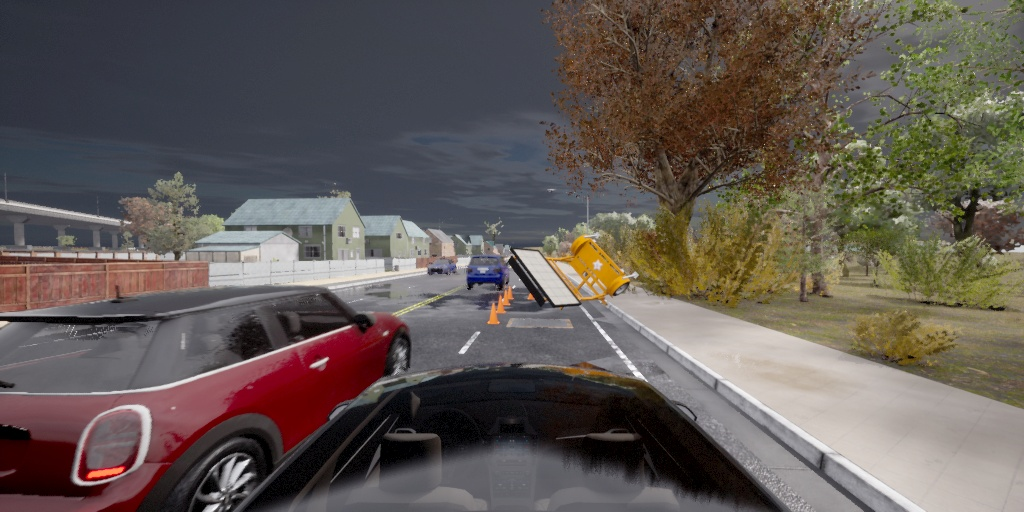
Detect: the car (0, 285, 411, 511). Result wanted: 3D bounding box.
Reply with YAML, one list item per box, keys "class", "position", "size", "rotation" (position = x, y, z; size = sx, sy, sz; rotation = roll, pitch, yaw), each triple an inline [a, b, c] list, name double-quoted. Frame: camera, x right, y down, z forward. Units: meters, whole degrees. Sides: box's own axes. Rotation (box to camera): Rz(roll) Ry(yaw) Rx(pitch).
- class: "car"
  position: [-2.817, 1.101, 4.077]
  size: [2.097, 1.767, 4.553]
  rotation: [0, 0, 4]

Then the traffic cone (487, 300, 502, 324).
- class: "traffic cone"
  position: [-0.547, 1.700, 10.671]
  size: [0.340, 0.580, 0.340]
  rotation: [0, 0, 4]

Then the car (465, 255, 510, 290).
- class: "car"
  position: [-1.416, 0.958, 22.744]
  size: [2.150, 2.045, 5.566]
  rotation: [0, 0, 4]

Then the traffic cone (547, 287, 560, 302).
- class: "traffic cone"
  position: [1.895, 1.695, 16.506]
  size: [0.340, 0.580, 0.340]
  rotation: [0, 0, 4]

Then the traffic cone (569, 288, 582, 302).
- class: "traffic cone"
  position: [2.893, 1.695, 16.430]
  size: [0.340, 0.580, 0.340]
  rotation: [0, 0, 4]

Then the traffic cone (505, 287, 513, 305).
- class: "traffic cone"
  position: [-0.248, 1.697, 14.660]
  size: [0.340, 0.580, 0.340]
  rotation: [0, 0, 4]

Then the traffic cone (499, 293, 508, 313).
- class: "traffic cone"
  position: [-0.397, 1.698, 12.666]
  size: [0.340, 0.580, 0.340]
  rotation: [0, 0, 4]

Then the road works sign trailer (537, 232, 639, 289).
- class: "road works sign trailer"
  position: [2.856, -0.848, 12.906]
  size: [2.880, 3.560, 2.380]
  rotation: [0, 0, -41]

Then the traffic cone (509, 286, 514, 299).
- class: "traffic cone"
  position: [-0.098, 1.695, 16.654]
  size: [0.340, 0.580, 0.340]
  rotation: [0, 0, 4]

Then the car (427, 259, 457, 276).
- class: "car"
  position: [-7.097, 1.069, 36.570]
  size: [2.097, 1.767, 4.553]
  rotation: [0, 0, 4]

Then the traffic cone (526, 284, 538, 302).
- class: "traffic cone"
  position: [0.899, 1.695, 16.580]
  size: [0.340, 0.580, 0.340]
  rotation: [0, 0, 4]
